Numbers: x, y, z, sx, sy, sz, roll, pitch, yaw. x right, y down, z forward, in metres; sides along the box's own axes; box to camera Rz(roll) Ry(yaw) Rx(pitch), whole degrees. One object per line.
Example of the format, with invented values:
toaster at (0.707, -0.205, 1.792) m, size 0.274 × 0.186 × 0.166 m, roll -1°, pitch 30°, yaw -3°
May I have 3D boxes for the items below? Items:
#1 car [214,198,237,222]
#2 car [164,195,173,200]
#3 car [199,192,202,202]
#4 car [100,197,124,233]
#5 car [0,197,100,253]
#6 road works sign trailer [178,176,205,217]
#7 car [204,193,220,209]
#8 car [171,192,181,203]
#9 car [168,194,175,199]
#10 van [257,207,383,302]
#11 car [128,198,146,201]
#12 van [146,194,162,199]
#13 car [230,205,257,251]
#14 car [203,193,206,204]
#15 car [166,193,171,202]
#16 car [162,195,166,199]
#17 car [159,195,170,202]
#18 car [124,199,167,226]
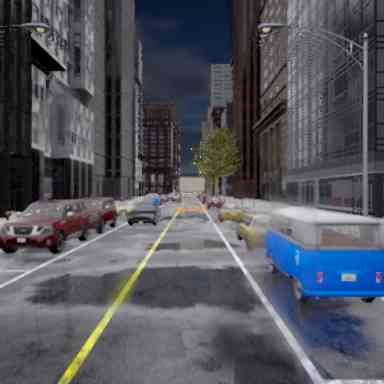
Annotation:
car at (2.858, 1.437, 25.028) m, size 1.752 × 1.417 × 4.829 m, roll 0°, pitch 0°, yaw 1°
car at (-5.694, 1.348, 81.229) m, size 1.802 × 1.307 × 4.206 m, roll 0°, pitch 0°, yaw 0°
car at (2.839, 1.119, 58.662) m, size 2.192 × 1.841 × 5.009 m, roll 0°, pitch 0°, yaw 0°
car at (-5.673, 1.251, 19.202) m, size 2.192 × 1.841 × 5.009 m, roll 0°, pitch 0°, yaw 0°
car at (-5.671, 1.272, 13.562) m, size 2.192 × 1.841 × 5.009 m, roll 0°, pitch 0°, yaw 0°
road works sign trailer at (-0.010, 0.357, 29.680) m, size 2.380 × 3.560 × 2.880 m, roll 0°, pitch 0°, yaw 0°
car at (2.845, 1.287, 41.744) m, size 1.967 × 1.590 × 4.097 m, roll 0°, pitch 0°, yaw 0°
car at (-3.030, 1.315, 65.389) m, size 1.812 × 1.442 × 4.674 m, roll 0°, pitch 0°, yaw 0°
car at (-5.698, 1.278, 92.336) m, size 1.752 × 1.417 × 4.829 m, roll 0°, pitch 0°, yaw 0°
van at (2.857, 1.318, 7.903) m, size 1.690 × 1.788 × 3.998 m, roll 0°, pitch 0°, yaw 0°
car at (-5.677, 1.416, 30.271) m, size 1.752 × 1.417 × 4.829 m, roll 0°, pitch 0°, yaw 1°
van at (-5.681, 1.171, 47.394) m, size 1.690 × 1.788 × 3.998 m, roll 0°, pitch 0°, yaw 0°
car at (2.855, 1.482, 13.715) m, size 1.752 × 1.417 × 4.829 m, roll 0°, pitch 0°, yaw 0°
car at (2.844, 1.270, 47.382) m, size 1.967 × 1.590 × 4.097 m, roll 0°, pitch 0°, yaw 0°
car at (-5.688, 1.234, 64.312) m, size 1.967 × 1.590 × 4.097 m, roll 0°, pitch 0°, yaw 0°
car at (-5.684, 1.381, 53.034) m, size 1.947 × 1.339 × 4.313 m, roll 0°, pitch 0°, yaw 0°
car at (-5.690, 1.329, 69.951) m, size 1.887 × 1.381 × 4.507 m, roll 0°, pitch 0°, yaw 0°
car at (-3.106, 1.468, 22.895) m, size 2.033 × 1.411 × 5.357 m, roll 0°, pitch 0°, yaw 0°
